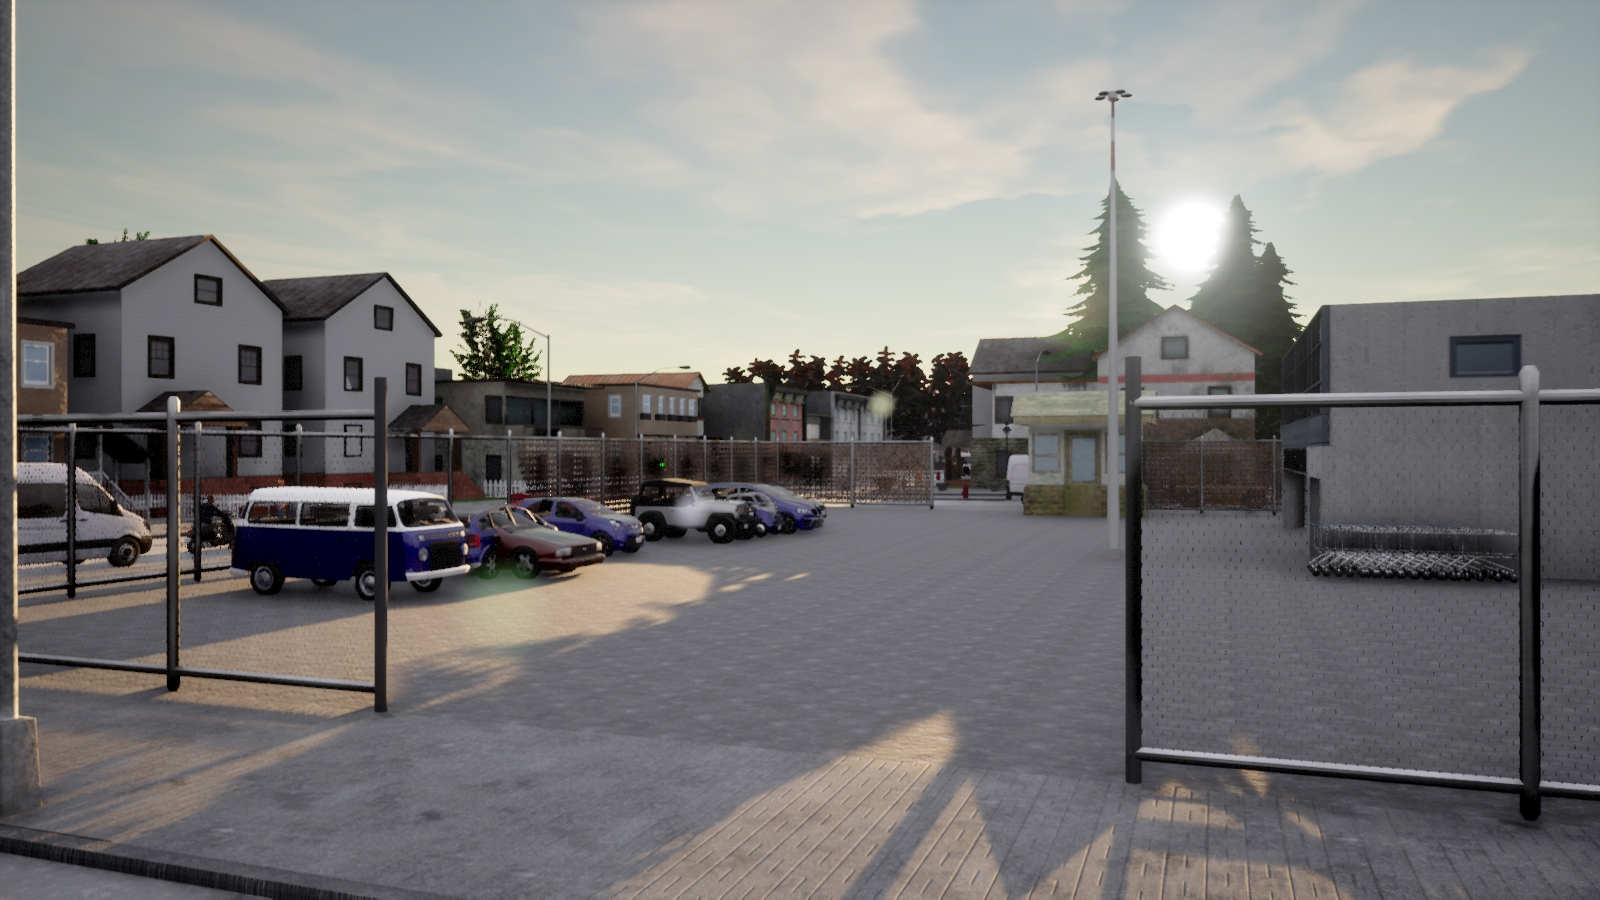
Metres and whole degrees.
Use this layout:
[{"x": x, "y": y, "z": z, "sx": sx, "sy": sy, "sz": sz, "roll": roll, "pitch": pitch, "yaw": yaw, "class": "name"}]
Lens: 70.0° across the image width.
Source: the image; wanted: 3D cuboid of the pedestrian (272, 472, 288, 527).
[{"x": -17.476, "y": 1.658, "z": 38.416, "sx": 0.375, "sy": 1.860, "sz": 0.375, "roll": 0, "pitch": 0, "yaw": -3, "class": "pedestrian"}]

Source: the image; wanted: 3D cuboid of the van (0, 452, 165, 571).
[{"x": -17.855, "y": 1.340, "z": 26.182, "sx": 1.988, "sy": 2.561, "sz": 5.915, "roll": 0, "pitch": 0, "yaw": 20, "class": "van"}]

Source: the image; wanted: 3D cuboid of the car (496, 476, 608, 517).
[{"x": -10.181, "y": 1.868, "z": 47.306, "sx": 2.231, "sy": 1.480, "sz": 4.892, "roll": 0, "pitch": 0, "yaw": 20, "class": "car"}]
